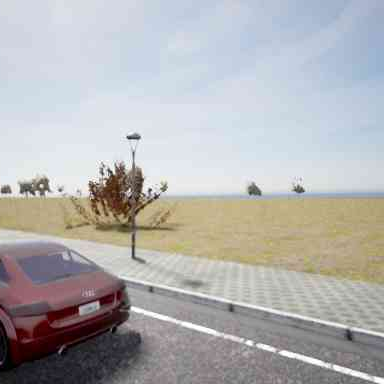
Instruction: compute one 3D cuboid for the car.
[{"bbox_3d":[-3.028,1.547,5.710,4.181,1.385,1.994,0,0,36],"label":"car"}]
